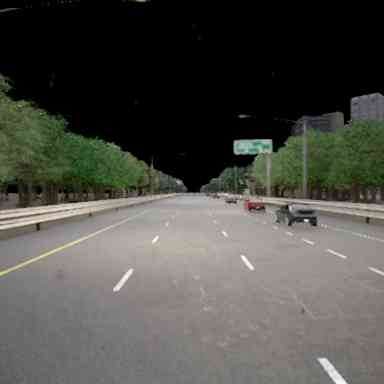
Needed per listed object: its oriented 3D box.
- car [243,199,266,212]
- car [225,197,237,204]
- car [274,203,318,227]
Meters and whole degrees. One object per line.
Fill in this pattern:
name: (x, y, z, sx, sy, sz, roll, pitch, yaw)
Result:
car: (7.085, 1.489, 38.109, 1.882, 1.535, 5.008, 0, 0, 0)
car: (7.205, 1.569, 62.457, 1.895, 1.301, 4.718, 0, 0, 0)
car: (7.031, 1.508, 22.840, 1.837, 1.490, 4.892, 0, 0, 0)
